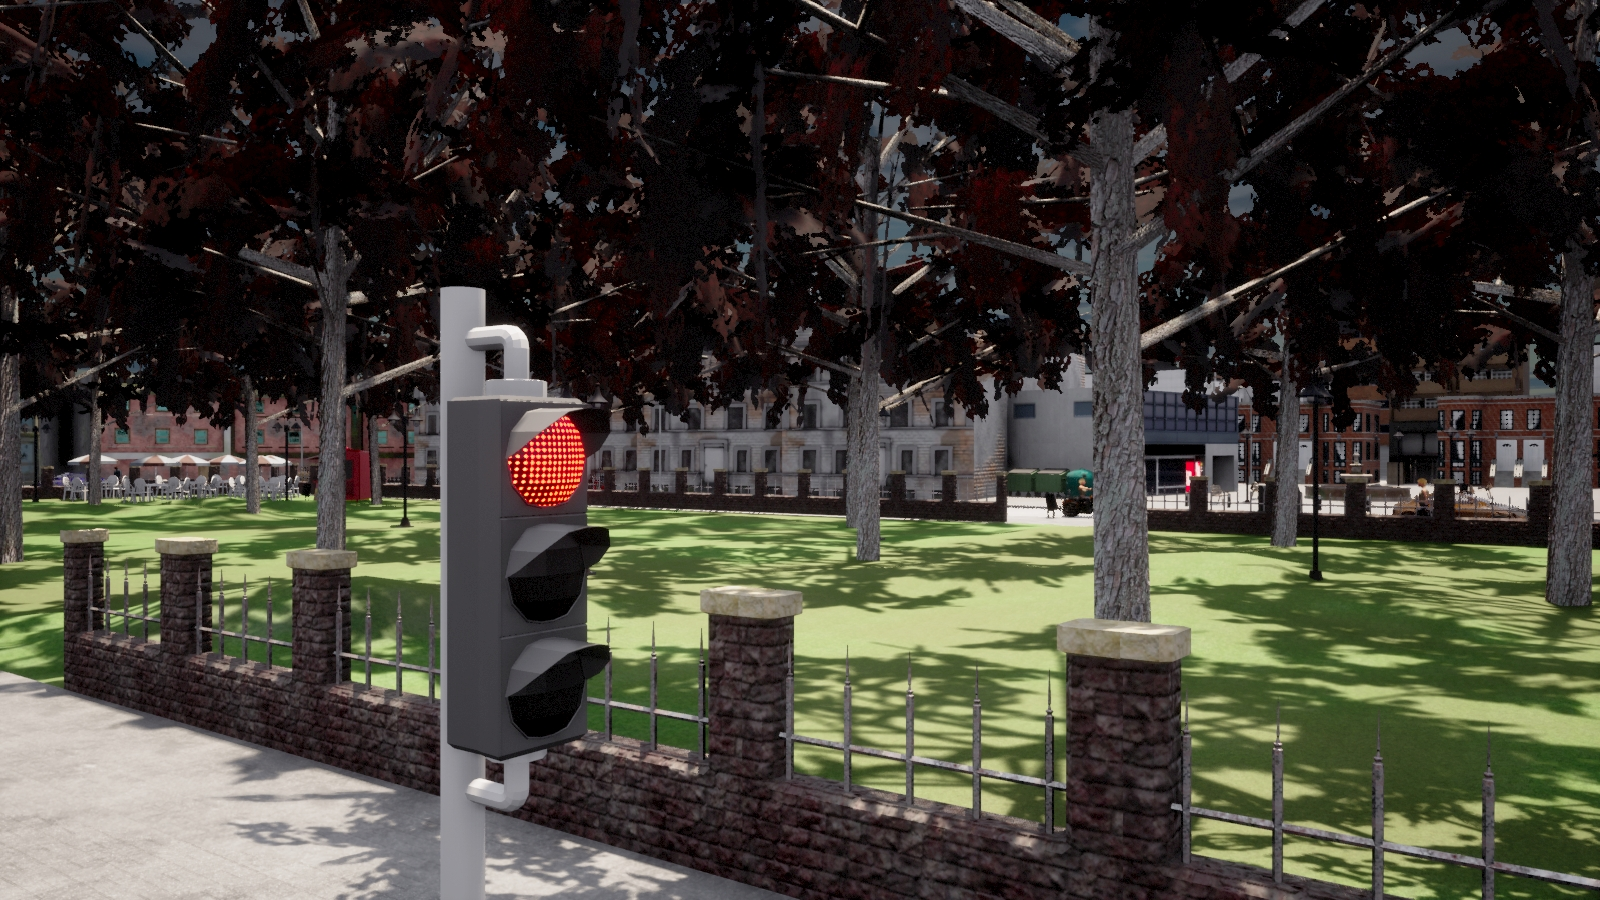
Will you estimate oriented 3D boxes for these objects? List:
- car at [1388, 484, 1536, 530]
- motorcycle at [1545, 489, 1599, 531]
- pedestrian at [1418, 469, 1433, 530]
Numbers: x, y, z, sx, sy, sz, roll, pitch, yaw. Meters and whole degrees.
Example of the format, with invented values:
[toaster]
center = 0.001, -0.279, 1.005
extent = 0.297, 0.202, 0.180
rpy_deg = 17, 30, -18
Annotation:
[car]
center = 22.561, 1.898, 39.003
extent = 4.181, 1.385, 1.994
rpy_deg = 0, 0, 36
[motorcycle]
center = 25.489, 1.950, 36.881
extent = 2.356, 1.277, 0.764
rpy_deg = 0, 0, 36
[pedestrian]
center = 19.374, 1.523, 35.383
extent = 0.375, 1.860, 0.375
rpy_deg = 0, 0, 36
